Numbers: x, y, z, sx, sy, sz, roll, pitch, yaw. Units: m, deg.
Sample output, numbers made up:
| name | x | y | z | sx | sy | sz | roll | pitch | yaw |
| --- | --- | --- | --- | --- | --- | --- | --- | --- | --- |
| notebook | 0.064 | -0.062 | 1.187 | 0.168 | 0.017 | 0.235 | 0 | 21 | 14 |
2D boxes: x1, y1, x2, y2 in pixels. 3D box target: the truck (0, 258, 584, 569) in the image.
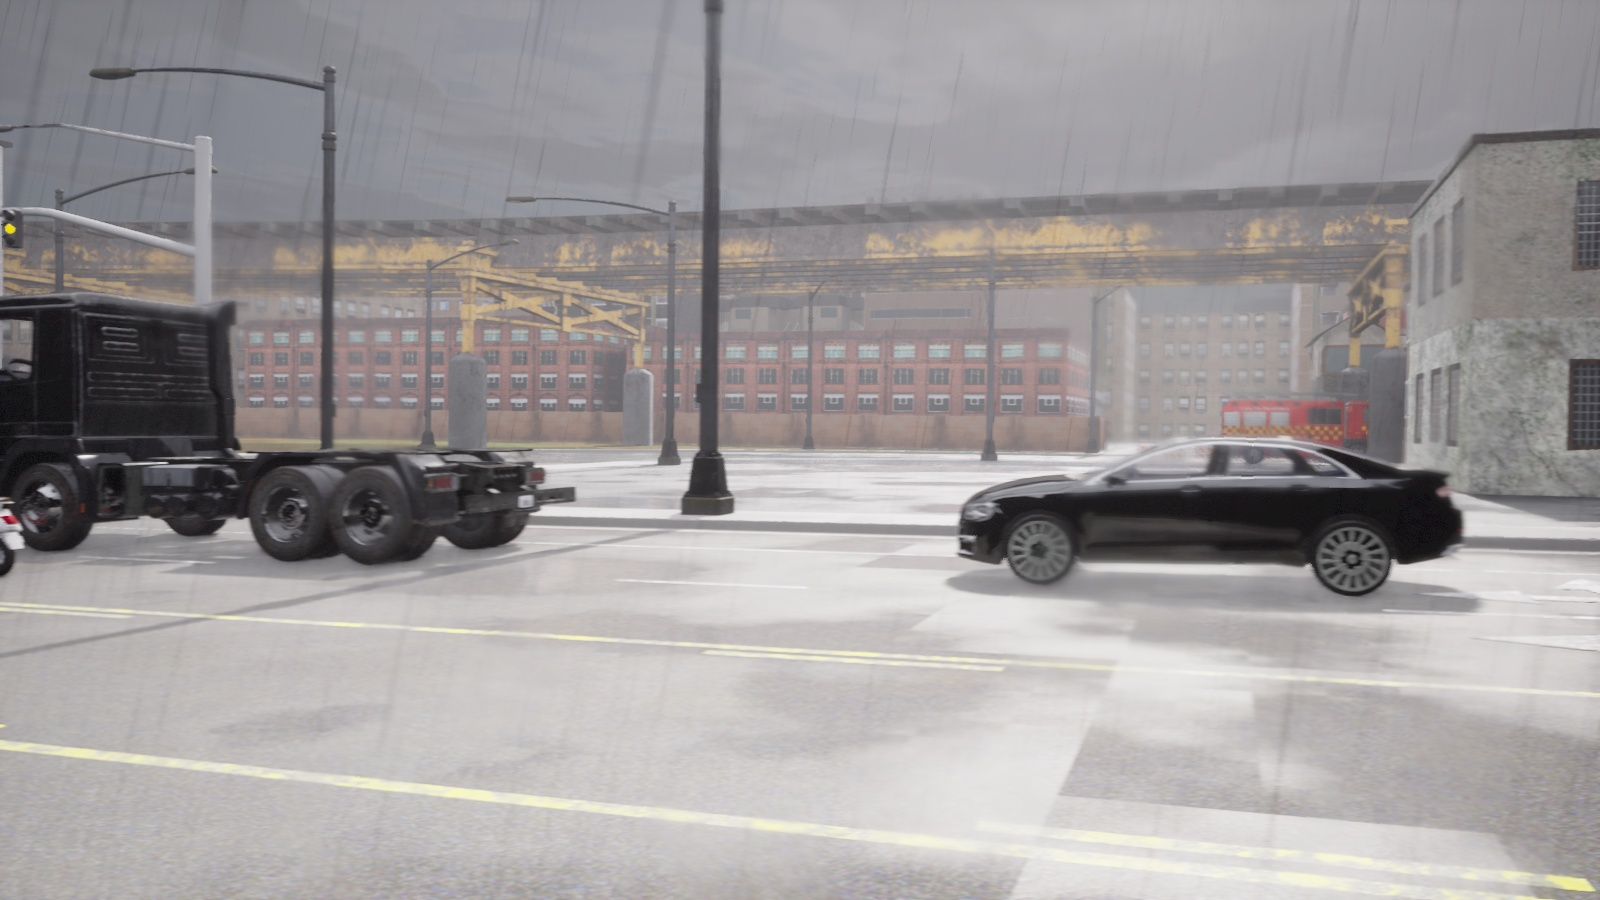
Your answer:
| name | x | y | z | sx | sy | sz | roll | pitch | yaw |
| --- | --- | --- | --- | --- | --- | --- | --- | --- | --- |
| truck | -7.118 | -0.480 | 16.649 | 7.936 | 3.462 | 2.891 | 1 | 1 | 19 |

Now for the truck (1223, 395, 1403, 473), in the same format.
| name | x | y | z | sx | sy | sz | roll | pitch | yaw |
| --- | --- | --- | --- | --- | --- | --- | --- | --- | --- |
| truck | 26.723 | -0.898 | 65.905 | 8.468 | 3.827 | 2.891 | 2 | 1 | 19 |

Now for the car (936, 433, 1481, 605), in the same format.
| name | x | y | z | sx | sy | sz | roll | pitch | yaw |
| --- | --- | --- | --- | --- | --- | --- | --- | --- | --- |
| car | 4.038 | 0.590 | 12.910 | 4.902 | 1.511 | 2.128 | 0 | 1 | 19 |

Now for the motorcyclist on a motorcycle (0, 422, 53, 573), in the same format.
| name | x | y | z | sx | sy | sz | roll | pitch | yaw |
| --- | --- | --- | --- | --- | --- | --- | --- | --- | --- |
| motorcyclist on a motorcycle | -9.208 | 0.486 | 13.674 | 1.817 | 1.590 | 0.866 | 1 | 1 | 19 |
